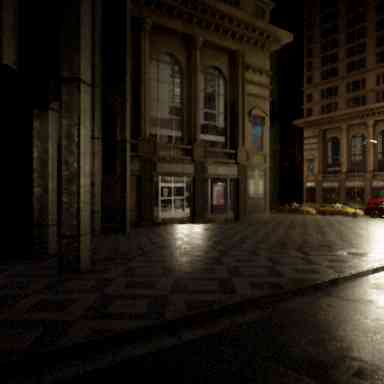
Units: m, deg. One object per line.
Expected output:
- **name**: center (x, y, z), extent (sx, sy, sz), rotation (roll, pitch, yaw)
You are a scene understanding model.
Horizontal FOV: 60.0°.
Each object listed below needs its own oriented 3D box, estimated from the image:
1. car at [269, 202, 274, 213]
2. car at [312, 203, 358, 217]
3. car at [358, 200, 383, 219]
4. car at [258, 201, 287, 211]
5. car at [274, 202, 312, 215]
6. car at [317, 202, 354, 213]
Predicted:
- **car**: center (9.405, 2.168, 45.023), extent (1.947, 1.339, 4.313), rotation (-1, 0, -35)
- **car**: center (15.922, 1.978, 35.854), extent (1.752, 1.417, 4.829), rotation (-1, 0, -35)
- **car**: center (19.031, 1.695, 31.478), extent (2.192, 1.841, 5.009), rotation (-1, 0, -35)
- **car**: center (13.140, 2.260, 54.484), extent (1.947, 1.339, 4.313), rotation (-1, 0, -35)
- **car**: center (12.713, 2.052, 40.369), extent (1.752, 1.417, 4.829), rotation (-1, 0, -35)
- **car**: center (19.559, 2.116, 45.454), extent (1.947, 1.339, 4.313), rotation (-1, 0, -35)
